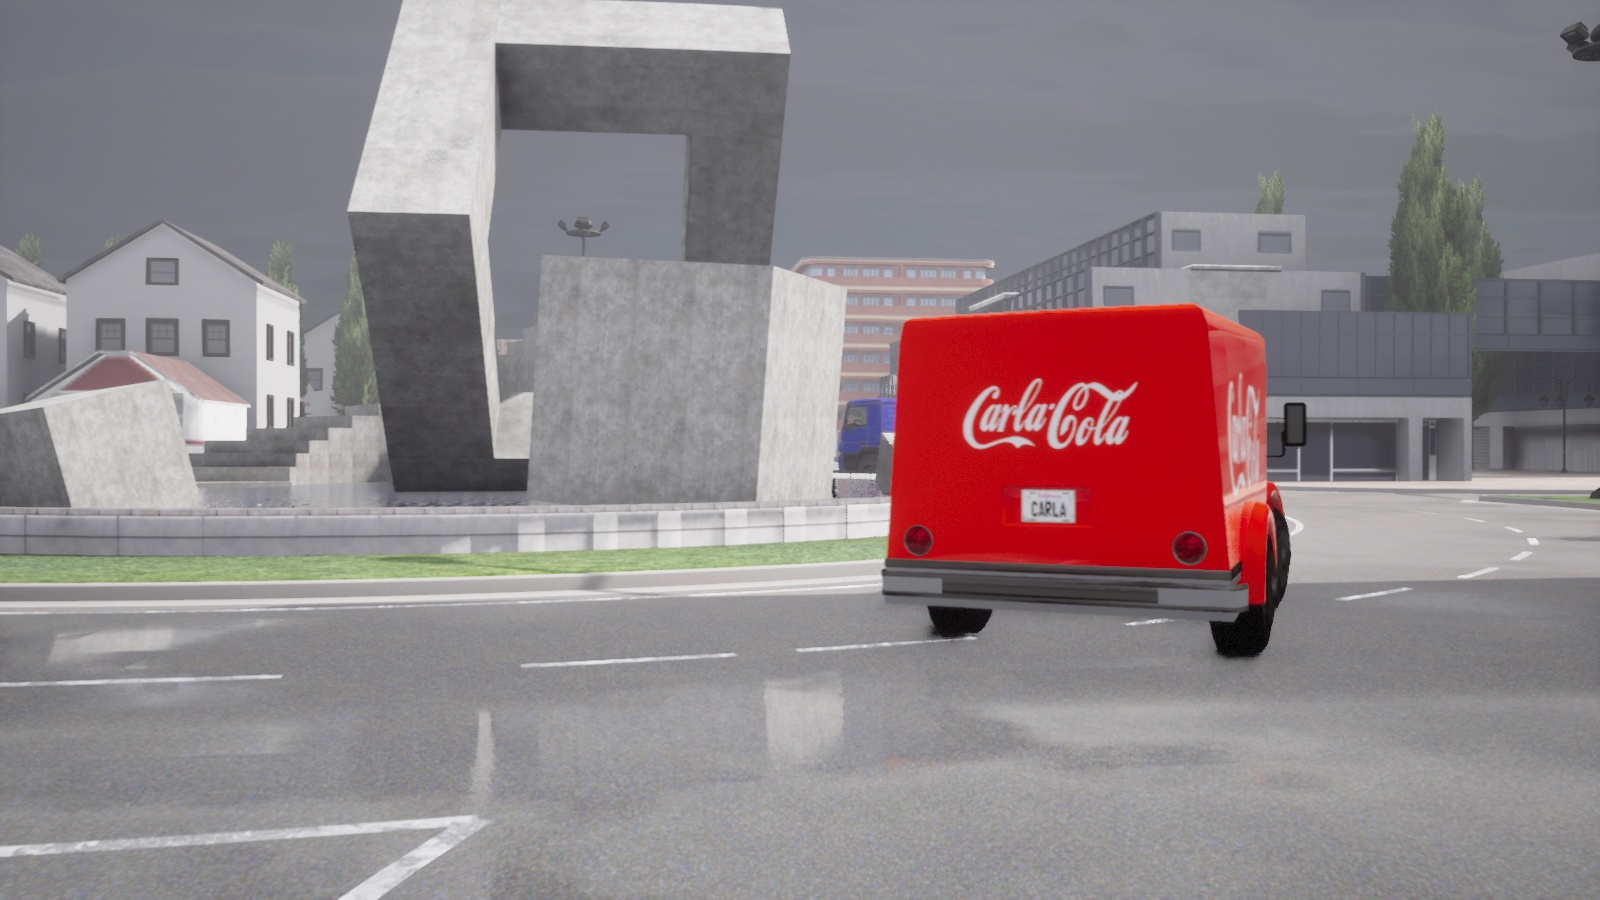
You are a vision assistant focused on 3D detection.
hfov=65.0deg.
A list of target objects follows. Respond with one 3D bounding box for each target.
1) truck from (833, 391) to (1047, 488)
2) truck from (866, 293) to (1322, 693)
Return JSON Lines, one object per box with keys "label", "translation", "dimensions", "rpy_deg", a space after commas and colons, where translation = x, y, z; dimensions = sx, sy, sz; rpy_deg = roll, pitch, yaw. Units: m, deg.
{"label": "truck", "translation": [5.274, -0.397, 48.414], "dimensions": [7.936, 3.462, 2.891], "rpy_deg": [0, 0, 40]}
{"label": "truck", "translation": [2.811, 0.235, 10.660], "dimensions": [2.627, 2.467, 5.204], "rpy_deg": [0, 1, 26]}
